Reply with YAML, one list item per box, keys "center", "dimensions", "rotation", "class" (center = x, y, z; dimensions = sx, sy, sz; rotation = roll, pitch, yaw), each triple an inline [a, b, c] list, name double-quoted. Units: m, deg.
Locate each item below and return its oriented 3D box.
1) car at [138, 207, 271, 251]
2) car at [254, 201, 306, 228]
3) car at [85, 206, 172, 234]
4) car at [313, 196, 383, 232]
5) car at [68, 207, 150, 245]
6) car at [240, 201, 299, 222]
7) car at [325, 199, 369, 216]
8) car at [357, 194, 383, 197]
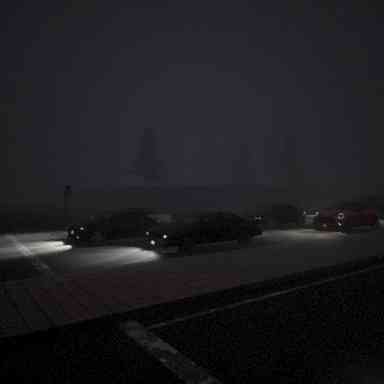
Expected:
- center: [0.676, 1.548, 14.256]
  dimensions: [5.357, 1.411, 2.033]
  rotation: [0, 0, -35]
  class: "car"
- center: [5.493, 1.506, 21.906]
  dimensions: [4.892, 1.490, 1.837]
  rotation: [1, 0, -35]
  class: "car"
- center: [-3.675, 1.601, 19.746]
  dimensions: [4.718, 1.301, 1.895]
  rotation: [0, 0, -35]
  class: "car"
- center: [9.462, 1.351, 20.410]
  dimensions: [4.553, 1.767, 2.097]
  rotation: [0, 0, -35]
  class: "car"
- center: [-3.544, 1.564, 15.557]
  dimensions: [4.181, 1.385, 1.994]
  rotation: [0, 0, -35]
  class: "car"
- center: [6.310, 1.507, 26.763]
  dimensions: [4.892, 1.490, 1.837]
  rotation: [1, 0, -35]
  class: "car"
- center: [15.623, 1.505, 33.359]
  dimensions: [4.892, 1.490, 1.837]
  rotation: [0, 0, -35]
  class: "car"
- center: [15.157, 1.221, 28.735]
  dimensions: [5.566, 2.045, 2.150]
  rotation: [0, 0, -35]
  class: "car"
